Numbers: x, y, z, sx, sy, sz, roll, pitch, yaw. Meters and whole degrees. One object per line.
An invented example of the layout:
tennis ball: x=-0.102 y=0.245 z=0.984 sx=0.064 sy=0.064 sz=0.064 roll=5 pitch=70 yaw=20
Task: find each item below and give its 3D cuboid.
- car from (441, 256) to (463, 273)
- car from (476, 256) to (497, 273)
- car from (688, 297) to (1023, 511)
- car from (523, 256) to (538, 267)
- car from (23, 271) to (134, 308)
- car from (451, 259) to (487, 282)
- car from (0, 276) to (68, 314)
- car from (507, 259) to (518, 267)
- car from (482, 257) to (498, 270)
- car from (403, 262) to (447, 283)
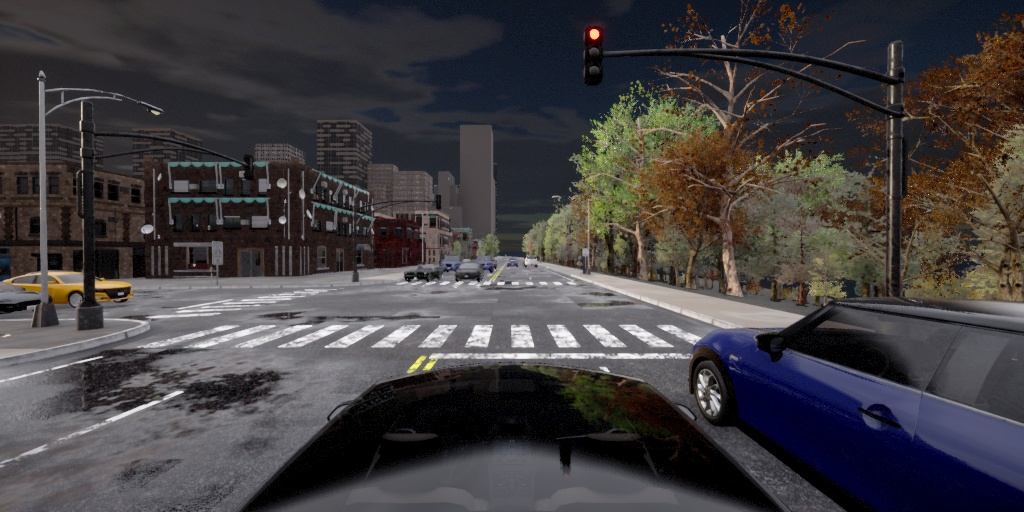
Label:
car: x=-6.585 y=0.962 z=40.189 sx=2.150 sy=2.045 sz=5.566 roll=0 pitch=0 yaw=0
car: x=-3.340 y=0.960 z=42.754 sx=2.150 sy=2.045 sz=5.566 roll=0 pitch=0 yaw=0
car: x=3.351 y=1.102 z=2.850 sx=2.097 sy=1.767 sz=4.553 roll=0 pitch=0 yaw=0
car: x=3.355 y=0.948 z=63.657 sx=2.150 sy=2.045 sz=5.566 roll=0 pitch=0 yaw=0
car: x=-20.009 y=1.450 z=16.003 sx=5.008 sy=1.535 sz=1.882 roll=-1 pitch=1 yaw=-1
car: x=-3.332 y=1.220 z=28.627 sx=1.882 sy=1.535 sz=5.008 roll=0 pitch=0 yaw=0
car: x=-19.946 y=1.565 z=13.307 sx=4.313 sy=1.339 sz=1.948 roll=0 pitch=0 yaw=0
car: x=0.102 y=1.252 z=64.506 sx=1.812 sy=1.442 sz=4.674 roll=0 pitch=0 yaw=0
car: x=-3.330 y=1.083 z=54.041 sx=2.097 sy=1.767 sz=4.553 roll=0 pitch=0 yaw=0
car: x=-6.885 y=1.343 z=28.265 sx=1.895 sy=1.301 sz=4.718 roll=0 pitch=0 yaw=4
